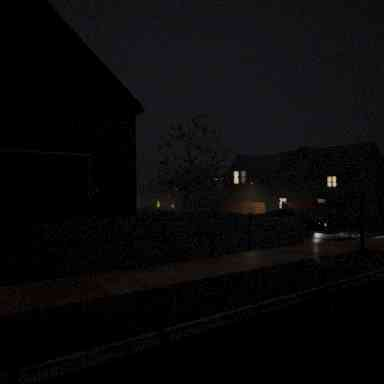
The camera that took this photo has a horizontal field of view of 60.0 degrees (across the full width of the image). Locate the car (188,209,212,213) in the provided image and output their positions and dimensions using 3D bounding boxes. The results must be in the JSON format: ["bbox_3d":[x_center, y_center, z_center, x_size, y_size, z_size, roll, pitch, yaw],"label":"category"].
[{"bbox_3d":[1.033,2.210,30.957,1.895,1.301,4.718,-1,-1,-36],"label":"car"}]

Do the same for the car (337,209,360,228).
[{"bbox_3d":[9.428,1.876,24.288,2.033,1.411,5.357,-1,-1,-36],"label":"car"}]

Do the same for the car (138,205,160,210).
[{"bbox_3d":[-4.962,2.331,39.352,1.882,1.535,5.008,-1,-1,-36],"label":"car"}]

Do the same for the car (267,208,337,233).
[{"bbox_3d":[6.912,1.875,22.728,1.837,1.490,4.892,-1,-1,-36],"label":"car"}]

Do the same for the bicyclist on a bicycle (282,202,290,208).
[{"bbox_3d":[8.580,1.723,30.450,1.656,1.620,0.582,-1,0,-36],"label":"bicyclist on a bicycle"}]
